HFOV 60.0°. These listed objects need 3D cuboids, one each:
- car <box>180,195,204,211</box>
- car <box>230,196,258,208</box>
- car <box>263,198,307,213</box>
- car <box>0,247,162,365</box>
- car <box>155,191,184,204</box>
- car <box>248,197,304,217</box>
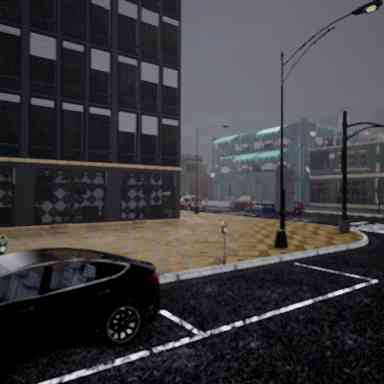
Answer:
[{"bbox_3d":[-0.516,1.239,33.869,1.802,1.307,4.206,1,0,-36],"label":"car"},{"bbox_3d":[6.245,1.141,38.825,1.967,1.590,4.097,1,0,-36],"label":"car"},{"bbox_3d":[9.523,1.352,34.350,1.802,1.307,4.206,1,0,-36],"label":"car"},{"bbox_3d":[-2.494,1.566,4.775,4.313,1.339,1.947,0,0,-35],"label":"car"},{"bbox_3d":[-3.587,0.805,52.242,2.192,1.841,5.009,1,0,-36],"label":"car"},{"bbox_3d":[7.112,1.350,27.830,1.994,1.385,4.181,0,0,-36],"label":"car"}]
